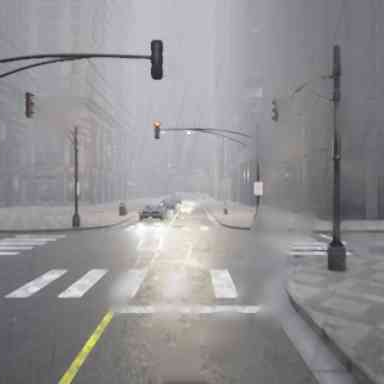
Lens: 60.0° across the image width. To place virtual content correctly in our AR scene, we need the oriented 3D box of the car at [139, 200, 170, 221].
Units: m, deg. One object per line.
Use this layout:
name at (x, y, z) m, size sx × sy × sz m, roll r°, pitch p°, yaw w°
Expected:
car at (-3.098, 1.590, 27.016) m, size 1.895 × 1.301 × 4.718 m, roll 0°, pitch 0°, yaw 0°

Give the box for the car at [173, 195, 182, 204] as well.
car at (-3.003, 1.333, 62.288) m, size 2.097 × 1.767 × 4.553 m, roll 0°, pitch 0°, yaw 0°

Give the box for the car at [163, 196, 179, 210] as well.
car at (-3.086, 1.549, 42.182) m, size 1.994 × 1.385 × 4.181 m, roll 0°, pitch 0°, yaw 0°
